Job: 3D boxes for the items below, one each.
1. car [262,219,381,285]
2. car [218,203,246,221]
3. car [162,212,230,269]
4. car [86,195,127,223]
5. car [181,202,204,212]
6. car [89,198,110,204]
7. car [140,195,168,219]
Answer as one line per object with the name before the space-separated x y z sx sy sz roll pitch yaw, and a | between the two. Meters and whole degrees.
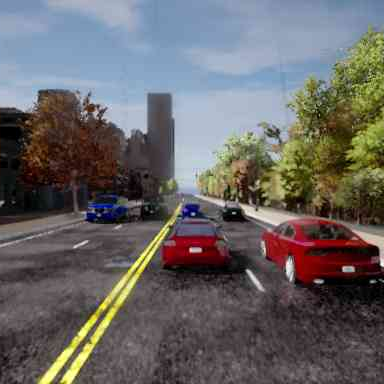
car | 3.339 1.507 9.583 1.882 1.535 5.008 0 0 0
car | 3.326 1.650 28.387 1.994 1.385 4.181 0 0 0
car | 0.100 1.598 11.310 1.994 1.385 4.181 0 0 0
car | -6.613 1.302 26.390 2.150 2.045 5.566 0 0 0
car | 0.072 1.613 28.900 1.812 1.442 4.674 0 0 0
car | -20.688 2.049 74.608 4.313 1.339 1.947 -1 1 -1
car | -3.384 1.315 30.531 2.150 2.045 5.566 0 0 0
